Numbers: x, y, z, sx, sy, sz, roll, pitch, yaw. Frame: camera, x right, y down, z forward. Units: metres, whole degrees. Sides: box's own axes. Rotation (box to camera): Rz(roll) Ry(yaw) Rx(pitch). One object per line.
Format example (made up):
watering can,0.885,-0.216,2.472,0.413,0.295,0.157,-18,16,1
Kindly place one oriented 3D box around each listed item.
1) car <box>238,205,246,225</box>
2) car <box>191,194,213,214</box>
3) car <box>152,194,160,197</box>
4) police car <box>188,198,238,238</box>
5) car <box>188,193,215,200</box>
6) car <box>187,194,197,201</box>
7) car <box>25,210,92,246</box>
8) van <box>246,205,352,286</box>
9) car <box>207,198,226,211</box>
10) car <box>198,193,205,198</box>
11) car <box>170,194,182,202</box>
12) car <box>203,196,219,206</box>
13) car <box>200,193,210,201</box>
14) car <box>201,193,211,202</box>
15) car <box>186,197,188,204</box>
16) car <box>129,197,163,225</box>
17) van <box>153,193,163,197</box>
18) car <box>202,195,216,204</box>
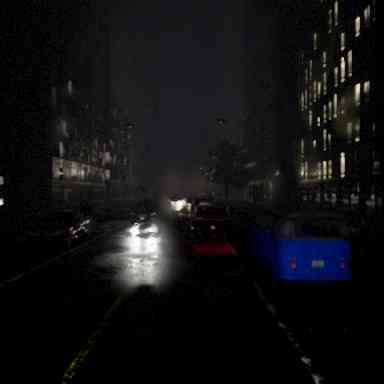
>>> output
car,2.707,1.458,20.345,1.802,1.307,4.206,0,0,0
car,0.926,1.151,32.950,2.097,1.767,4.553,0,0,0
car,-5.655,1.288,43.125,2.008,1.369,4.403,0,0,0
police car,0.914,1.322,17.090,1.930,1.638,5.238,0,0,0
car,0.921,1.188,26.950,2.097,1.767,4.553,0,0,0
car,0.055,1.111,67.743,1.994,1.385,4.181,0,0,0
car,-5.679,1.493,14.662,1.802,1.307,4.206,0,0,0
van,2.697,1.286,8.960,1.690,1.788,3.998,0,0,0
car,2.721,1.355,37.422,1.802,1.307,4.206,0,0,0
car,2.768,0.894,94.345,1.887,1.381,4.507,0,0,0
car,-2.967,1.110,64.215,1.812,1.442,4.674,0,0,1
car,2.730,1.250,48.807,2.008,1.369,4.403,0,0,0
car,2.749,0.970,71.575,1.967,1.590,4.097,0,0,0
car,2.745,1.013,65.883,1.967,1.590,4.097,0,0,0
car,0.043,1.272,52.773,1.895,1.301,4.718,0,0,0
car,-3.080,1.352,23.033,2.128,1.511,4.902,0,0,0
van,-5.645,1.000,54.509,1.690,1.788,3.998,0,0,0
car,2.735,1.209,54.499,2.008,1.369,4.403,0,0,0
